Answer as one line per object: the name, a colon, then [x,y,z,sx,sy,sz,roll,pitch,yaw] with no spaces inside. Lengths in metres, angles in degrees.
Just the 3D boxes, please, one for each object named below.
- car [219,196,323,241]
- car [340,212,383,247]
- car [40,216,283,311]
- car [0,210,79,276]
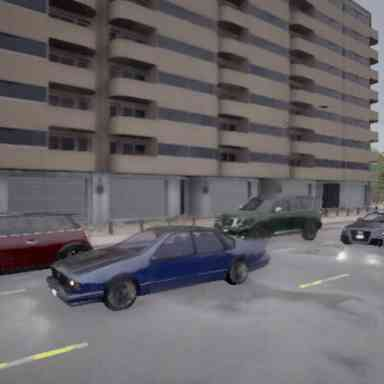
car: [3.612,1.208,15.137,5.566,2.045,2.150,0,0,-35]
car: [8.145,1.550,14.058,4.181,1.385,1.994,0,0,-35]
car: [-0.473,1.541,7.946,5.357,1.411,2.033,0,0,-35]
car: [-5.076,1.344,8.964,4.553,1.767,2.097,0,0,-36]
